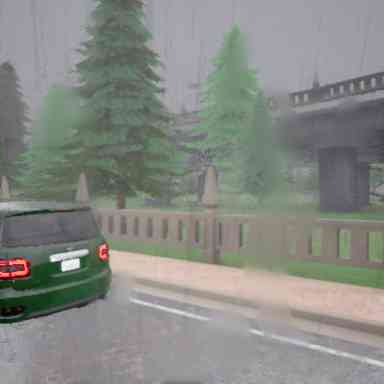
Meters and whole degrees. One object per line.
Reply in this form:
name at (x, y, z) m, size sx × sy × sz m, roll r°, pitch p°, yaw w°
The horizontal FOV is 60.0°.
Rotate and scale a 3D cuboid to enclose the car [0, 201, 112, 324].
car at (-4.012, 1.193, 6.623) m, size 5.566 × 2.045 × 2.150 m, roll 0°, pitch 0°, yaw 36°
